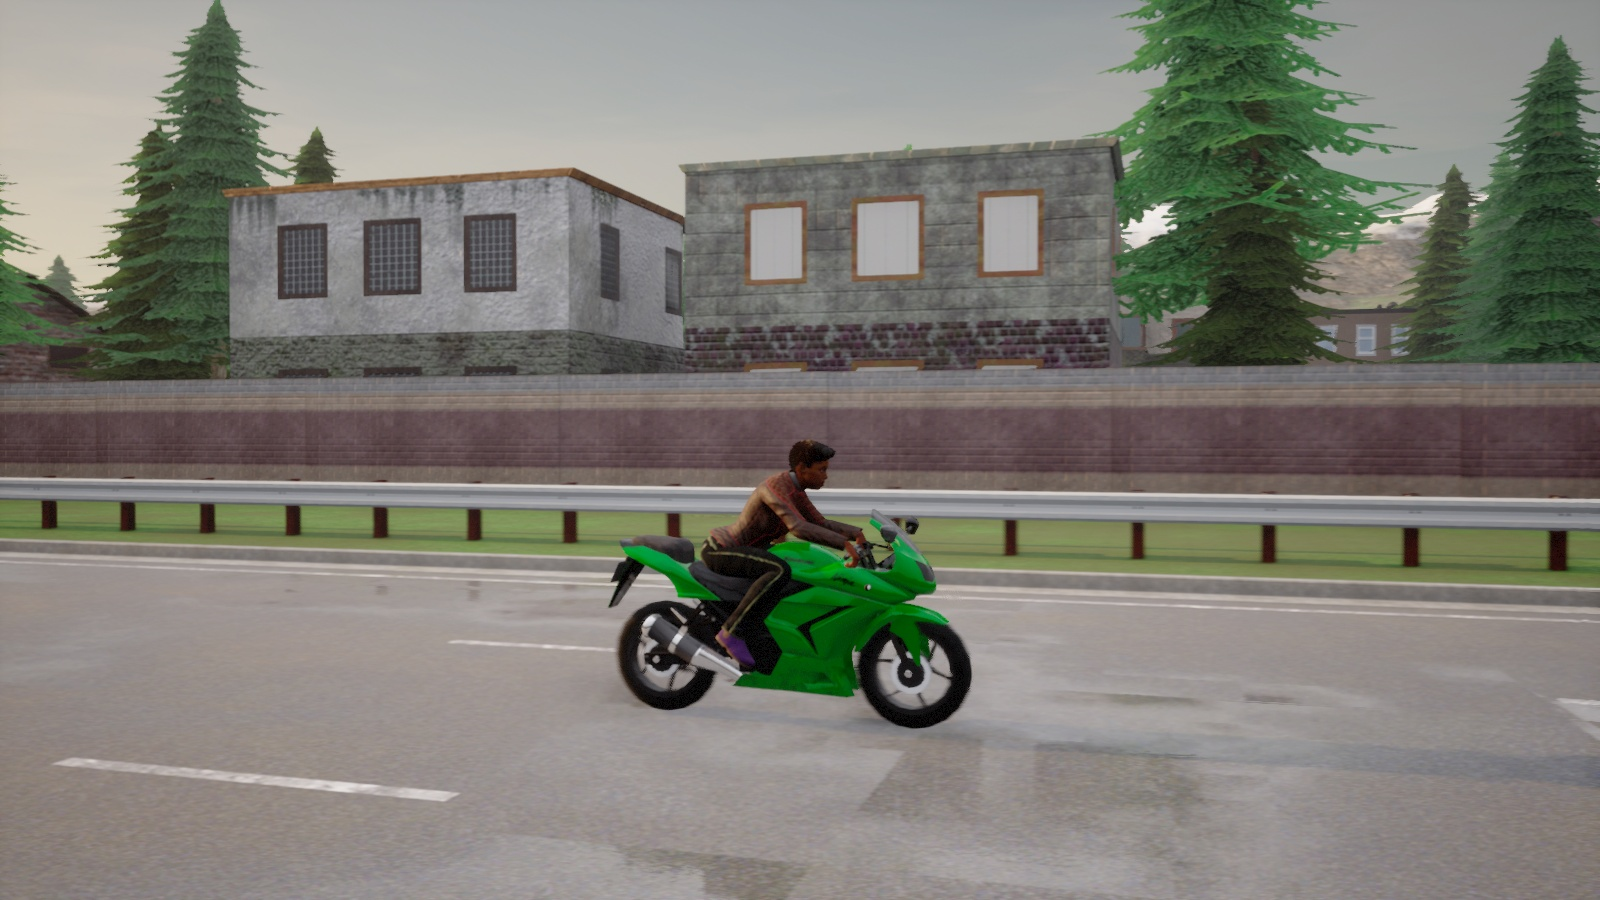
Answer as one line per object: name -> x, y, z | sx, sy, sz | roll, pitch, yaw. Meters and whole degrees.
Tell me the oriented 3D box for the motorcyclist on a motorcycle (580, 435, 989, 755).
motorcyclist on a motorcycle -> -0.071, 0.699, 6.782 | 2.044, 1.523, 0.797 | 1, 1, 16
